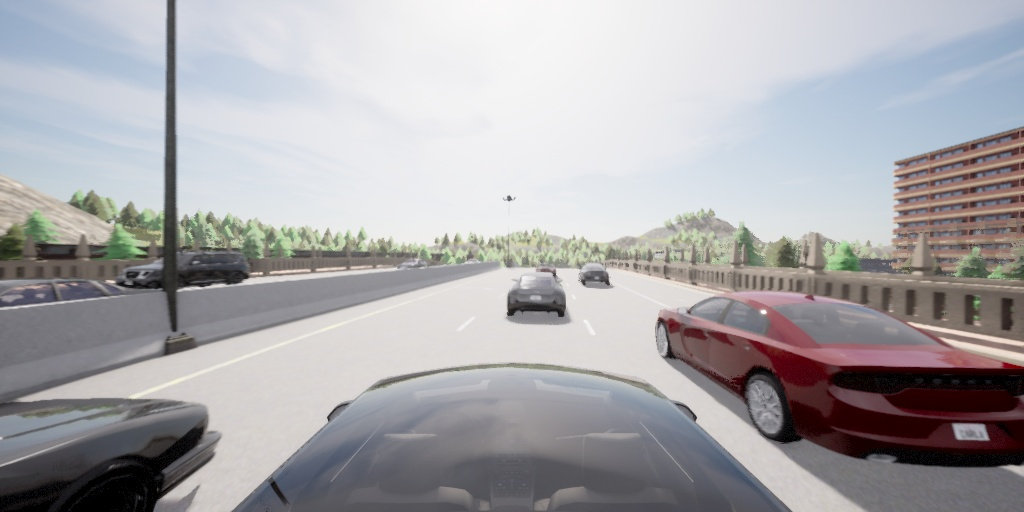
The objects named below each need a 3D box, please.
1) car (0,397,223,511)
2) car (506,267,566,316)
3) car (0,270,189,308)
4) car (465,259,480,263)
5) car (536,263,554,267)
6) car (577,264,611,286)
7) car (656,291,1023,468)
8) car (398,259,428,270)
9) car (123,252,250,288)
[{"bbox_3d":[-3.364,1.272,0.520,2.033,1.411,5.357,0,0,0],"label":"car"},{"bbox_3d":[0.937,1.292,13.319,1.994,1.385,4.181,0,0,5],"label":"car"},{"bbox_3d":[-10.352,1.196,7.503,2.033,1.411,5.357,0,0,3],"label":"car"},{"bbox_3d":[-5.550,1.148,50.858,1.812,1.442,4.674,0,0,6],"label":"car"},{"bbox_3d":[3.101,1.295,33.090,1.895,1.301,4.718,0,0,6],"label":"car"},{"bbox_3d":[5.779,1.262,25.586,1.812,1.442,4.674,0,0,6],"label":"car"},{"bbox_3d":[3.779,1.250,5.342,1.882,1.535,5.008,0,0,3],"label":"car"},{"bbox_3d":[-10.515,1.061,38.322,2.128,1.511,4.902,0,0,7],"label":"car"},{"bbox_3d":[-16.362,0.791,18.364,2.150,2.045,5.566,0,0,7],"label":"car"}]
